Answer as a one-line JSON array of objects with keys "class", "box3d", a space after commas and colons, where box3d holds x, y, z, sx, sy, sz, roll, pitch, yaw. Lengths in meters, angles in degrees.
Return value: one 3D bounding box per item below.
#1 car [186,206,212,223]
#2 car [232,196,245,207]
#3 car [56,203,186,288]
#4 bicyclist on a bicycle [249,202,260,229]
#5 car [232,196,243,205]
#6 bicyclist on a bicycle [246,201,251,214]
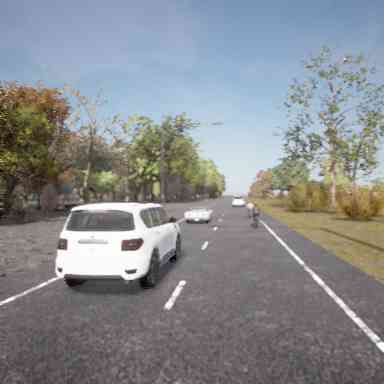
[{"class": "car", "box3d": [0.668, 1.856, 28.167, 1.895, 1.301, 4.718, 0, -1, 8]}, {"class": "car", "box3d": [8.616, 1.730, 61.722, 2.150, 2.045, 5.566, 0, 0, 8]}, {"class": "car", "box3d": [-1.761, 1.325, 9.746, 2.150, 2.045, 5.566, 0, -1, 8]}, {"class": "bicyclist on a bicycle", "box3d": [4.293, 1.627, 22.246, 0.582, 1.620, 1.656, 0, -1, 7]}, {"class": "car", "box3d": [10.062, 1.832, 73.452, 2.150, 2.045, 5.566, 0, -1, 7]}, {"class": "bicyclist on a bicycle", "box3d": [5.573, 1.690, 31.823, 0.866, 1.612, 1.509, 0, -1, 7]}]
